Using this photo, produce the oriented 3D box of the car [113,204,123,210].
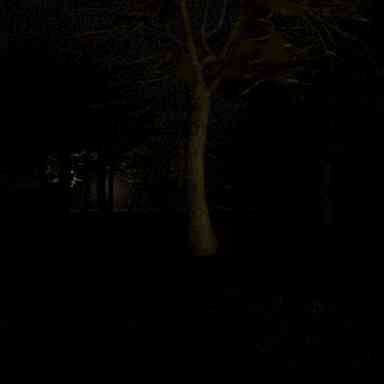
[{"bbox_3d":[-21.165,4.208,92.696,1.812,1.442,4.674,0,-1,36],"label":"car"}]
